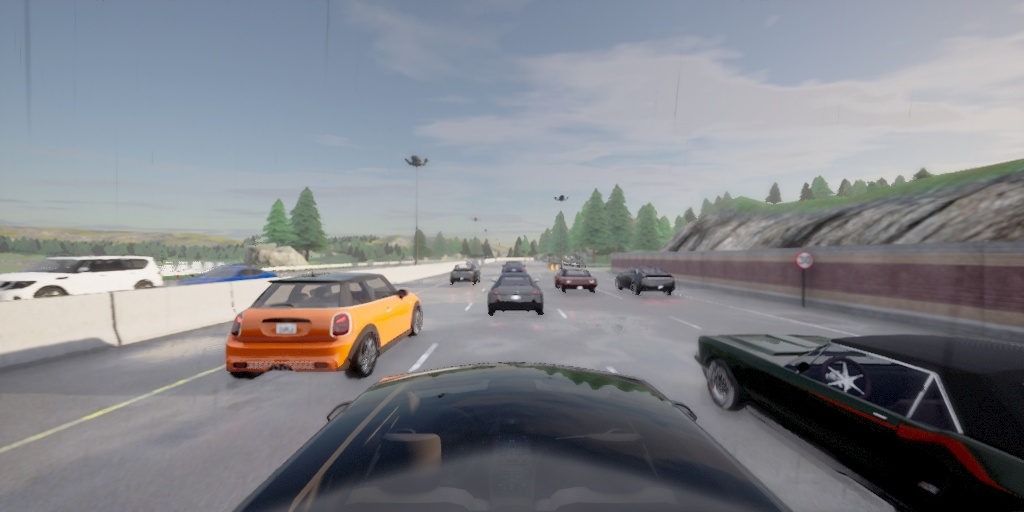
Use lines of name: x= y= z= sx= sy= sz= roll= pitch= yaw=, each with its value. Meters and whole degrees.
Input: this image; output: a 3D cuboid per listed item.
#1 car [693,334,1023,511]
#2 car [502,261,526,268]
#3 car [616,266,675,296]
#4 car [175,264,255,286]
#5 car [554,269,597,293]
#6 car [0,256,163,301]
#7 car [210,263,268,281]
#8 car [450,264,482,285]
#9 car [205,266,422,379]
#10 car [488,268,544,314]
car: x=3.610 y=1.357 z=3.158 sx=1.895 sy=1.301 sz=4.718 roll=0 pitch=0 yaw=0
car: x=0.155 y=1.183 z=31.567 sx=2.097 sy=1.767 sz=4.553 roll=0 pitch=0 yaw=0
car: x=7.132 y=1.295 z=19.631 sx=2.128 sy=1.511 sz=4.902 roll=0 pitch=0 yaw=0
car: x=-14.061 y=1.264 z=17.986 sx=1.882 sy=1.535 sz=5.008 roll=0 pitch=0 yaw=0
car: x=3.636 y=1.407 z=21.339 sx=1.895 sy=1.301 sz=4.718 roll=0 pitch=0 yaw=0
car: x=-17.566 y=0.997 z=14.578 sx=2.150 sy=2.045 sz=5.566 roll=0 pitch=0 yaw=0
car: x=-24.443 y=1.385 z=32.298 sx=1.994 sy=1.385 sz=4.181 roll=0 pitch=0 yaw=0
car: x=-3.354 y=1.308 z=26.447 sx=2.128 sy=1.511 sz=4.902 roll=0 pitch=0 yaw=0
car: x=-3.377 y=1.115 z=7.488 sx=2.097 sy=1.767 sz=4.553 roll=0 pitch=0 yaw=0
car: x=0.125 y=1.348 z=13.898 sx=1.994 sy=1.385 sz=4.181 roll=0 pitch=0 yaw=0
